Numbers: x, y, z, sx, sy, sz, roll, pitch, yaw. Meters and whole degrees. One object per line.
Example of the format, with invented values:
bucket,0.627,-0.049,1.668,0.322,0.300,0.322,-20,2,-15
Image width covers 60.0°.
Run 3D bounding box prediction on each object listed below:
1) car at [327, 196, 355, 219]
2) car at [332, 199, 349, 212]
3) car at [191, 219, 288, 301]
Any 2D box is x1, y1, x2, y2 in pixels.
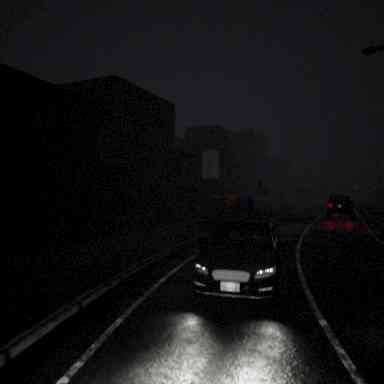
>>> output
car,13.747,1.344,30.849,2.150,2.045,5.566,0,0,25
car,18.697,1.694,41.834,1.812,1.442,4.674,0,0,25
car,1.352,1.508,8.561,2.128,1.511,4.902,0,0,15
